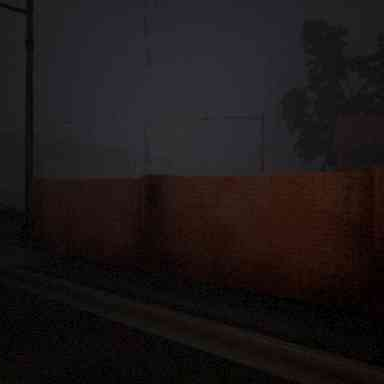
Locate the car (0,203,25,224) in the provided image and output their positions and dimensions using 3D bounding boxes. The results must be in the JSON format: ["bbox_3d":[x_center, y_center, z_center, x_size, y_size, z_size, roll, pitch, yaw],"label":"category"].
[{"bbox_3d":[-12.344,1.388,20.817,5.357,1.411,2.033,0,0,-43],"label":"car"}]
